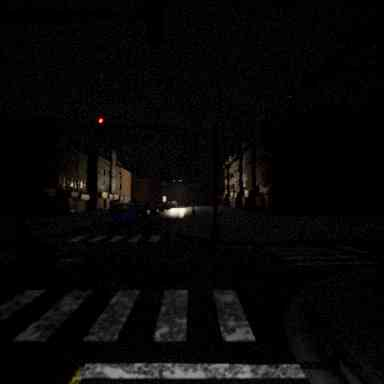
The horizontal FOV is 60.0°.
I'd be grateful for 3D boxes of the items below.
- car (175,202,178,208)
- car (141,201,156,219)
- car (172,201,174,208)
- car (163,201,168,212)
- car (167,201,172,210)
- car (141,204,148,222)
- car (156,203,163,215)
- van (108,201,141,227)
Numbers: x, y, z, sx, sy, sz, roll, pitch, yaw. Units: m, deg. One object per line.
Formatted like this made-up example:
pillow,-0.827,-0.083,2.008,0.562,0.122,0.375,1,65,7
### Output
car,-5.549,3.531,87.227,2.008,1.369,4.403,1,-2,0
car,-5.410,1.903,34.347,2.192,1.841,5.009,2,-1,0
car,-5.507,2.965,71.365,1.967,1.590,4.097,1,-2,0
car,-5.471,2.683,55.496,1.802,1.307,4.206,2,-1,0
car,-5.496,2.925,66.074,1.887,1.381,4.507,1,-2,0
car,-5.404,2.025,29.357,2.008,1.369,4.403,2,-1,0
car,-5.443,2.382,44.919,1.887,1.381,4.507,2,-1,0
van,-5.390,1.740,26.043,1.690,1.788,3.998,2,-1,0
